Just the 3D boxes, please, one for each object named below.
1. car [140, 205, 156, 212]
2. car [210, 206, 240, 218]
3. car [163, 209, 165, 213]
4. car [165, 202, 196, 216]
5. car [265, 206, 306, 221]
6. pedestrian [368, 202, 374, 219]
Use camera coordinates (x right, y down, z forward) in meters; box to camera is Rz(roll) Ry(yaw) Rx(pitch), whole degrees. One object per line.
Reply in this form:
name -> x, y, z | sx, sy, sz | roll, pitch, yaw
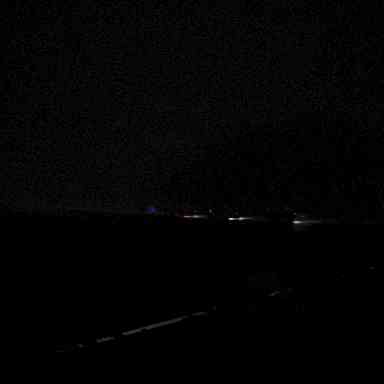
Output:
car -> -9.418, 3.569, 71.262 | 1.812, 1.442, 4.674 | 1, -2, -33
car -> 4.270, 2.581, 43.777 | 1.837, 1.490, 4.892 | 1, -2, -33
car -> -3.704, 3.347, 62.699 | 1.895, 1.301, 4.718 | 1, -2, -33
car -> -1.591, 2.644, 52.755 | 2.150, 2.045, 5.566 | 1, -2, -33
car -> 9.793, 2.259, 35.342 | 1.812, 1.442, 4.674 | 1, -2, -33
pedestrian -> 18.911, 1.917, 35.292 | 0.375, 1.860, 0.375 | -2, 1, -33
